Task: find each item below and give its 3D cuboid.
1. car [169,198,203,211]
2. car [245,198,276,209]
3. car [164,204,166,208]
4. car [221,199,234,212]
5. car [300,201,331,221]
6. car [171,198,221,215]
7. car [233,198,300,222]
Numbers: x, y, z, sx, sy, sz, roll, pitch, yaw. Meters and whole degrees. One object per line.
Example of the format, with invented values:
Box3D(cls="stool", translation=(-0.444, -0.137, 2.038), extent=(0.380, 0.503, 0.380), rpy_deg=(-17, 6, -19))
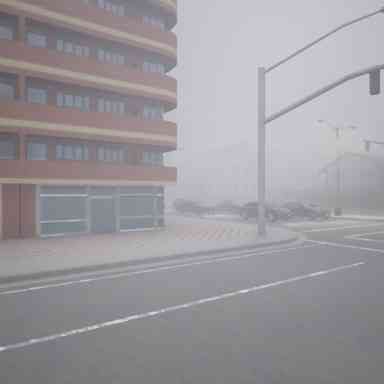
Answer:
Box3D(cls="car", translation=(-0.839, 1.505, 42.595), extent=(1.837, 1.490, 4.892), rpy_deg=(0, 0, -35))
Box3D(cls="car", translation=(9.812, 1.564, 47.754), extent=(1.994, 1.385, 4.181), rpy_deg=(0, 0, -35))
Box3D(cls="car", translation=(-5.392, 1.547, 43.038), extent=(2.033, 1.411, 5.357), rpy_deg=(0, 0, -34))
Box3D(cls="car", translation=(4.344, 1.526, 35.085), extent=(1.812, 1.442, 4.674), rpy_deg=(0, 0, -34))
Box3D(cls="car", translation=(9.279, 1.526, 27.914), extent=(1.812, 1.442, 4.674), rpy_deg=(0, 0, -34))
Box3D(cls="car", translation=(0.321, 1.545, 34.738), extent=(2.033, 1.411, 5.357), rpy_deg=(0, 0, -34))
Box3D(cls="car", translation=(5.844, 1.505, 26.709), extent=(1.837, 1.490, 4.892), rpy_deg=(0, 0, -34))
